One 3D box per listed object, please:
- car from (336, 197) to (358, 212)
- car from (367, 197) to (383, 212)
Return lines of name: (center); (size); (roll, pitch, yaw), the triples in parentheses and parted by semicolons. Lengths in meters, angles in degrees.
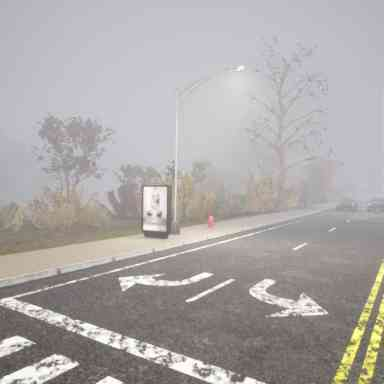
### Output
car: (18.596, 1.390, 39.829); (2.097, 1.767, 4.553); (0, 0, 30)
car: (21.404, 1.393, 38.192); (2.097, 1.767, 4.553); (0, 0, 30)
